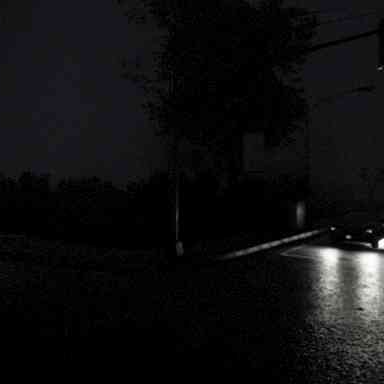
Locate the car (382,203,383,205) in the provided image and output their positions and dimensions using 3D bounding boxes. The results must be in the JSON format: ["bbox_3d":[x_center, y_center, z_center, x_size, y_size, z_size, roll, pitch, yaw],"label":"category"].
[{"bbox_3d":[13.465,1.475,22.219,2.128,1.511,4.902,0,0,38],"label":"car"}]

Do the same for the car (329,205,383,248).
[{"bbox_3d":[7.735,1.514,15.033,1.812,1.442,4.674,0,0,40],"label":"car"}]
